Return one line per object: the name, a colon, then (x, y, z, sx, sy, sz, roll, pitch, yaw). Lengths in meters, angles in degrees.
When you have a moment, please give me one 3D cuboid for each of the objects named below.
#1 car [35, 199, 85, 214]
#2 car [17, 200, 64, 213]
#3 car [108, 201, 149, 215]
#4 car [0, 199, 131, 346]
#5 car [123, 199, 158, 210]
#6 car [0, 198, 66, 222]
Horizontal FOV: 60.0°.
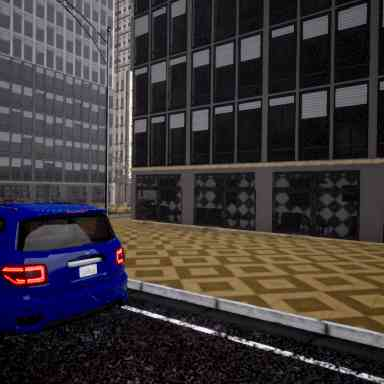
car: (-15.002, 1.645, 38.067, 1.882, 1.535, 5.008, 1, 0, 36)
car: (-17.620, 1.643, 38.896, 1.752, 1.417, 4.829, 1, 0, 36)
car: (-7.324, 1.830, 38.731, 1.752, 1.417, 4.829, 1, 0, 36)
car: (-3.683, 1.218, 6.311, 5.566, 2.045, 2.150, 0, 0, 35)
car: (-7.398, 1.770, 48.349, 2.128, 1.511, 4.902, 1, 0, 37)
car: (-14.124, 1.519, 29.521, 2.192, 1.841, 5.009, 1, 0, 36)
